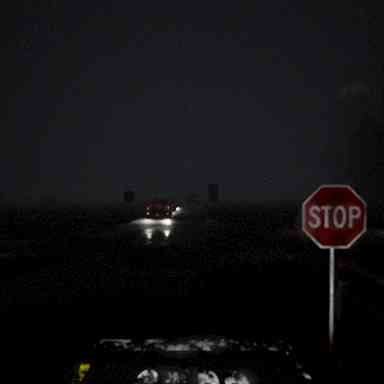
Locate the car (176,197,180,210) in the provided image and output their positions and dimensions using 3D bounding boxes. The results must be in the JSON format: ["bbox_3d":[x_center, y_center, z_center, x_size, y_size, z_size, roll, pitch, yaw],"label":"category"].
[{"bbox_3d":[-2.857,1.558,40.991,2.033,1.411,5.357,0,0,0],"label":"car"}]

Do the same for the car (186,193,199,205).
[{"bbox_3d":[0.082,1.251,58.513,2.150,2.045,5.566,0,0,0],"label":"car"}]

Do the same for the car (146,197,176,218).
[{"bbox_3d":[-2.862,1.355,29.920,2.097,1.767,4.553,0,0,0],"label":"car"}]

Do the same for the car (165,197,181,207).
[{"bbox_3d":[-2.842,1.511,51.435,2.128,1.511,4.902,0,0,0],"label":"car"}]
